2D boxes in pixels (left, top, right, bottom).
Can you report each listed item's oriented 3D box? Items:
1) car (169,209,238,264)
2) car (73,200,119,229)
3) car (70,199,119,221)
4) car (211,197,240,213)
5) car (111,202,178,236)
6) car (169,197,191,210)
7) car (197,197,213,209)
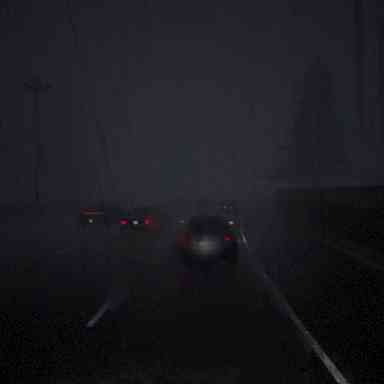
[{"bbox_3d":[0.534,1.517,11.702,1.994,1.385,4.181,0,0,4],"label":"car"},{"bbox_3d":[-5.448,1.425,21.363,2.128,1.511,4.902,0,0,8],"label":"car"},{"bbox_3d":[-7.998,1.393,27.739,1.882,1.535,5.008,0,0,10],"label":"car"},{"bbox_3d":[3.463,1.416,31.663,2.033,1.411,5.357,0,0,13],"label":"car"},{"bbox_3d":[-2.367,1.484,18.176,2.033,1.411,5.357,0,0,7],"label":"car"},{"bbox_3d":[-1.508,1.375,40.174,1.812,1.442,4.674,0,0,16],"label":"car"},{"bbox_3d":[2.040,1.319,39.856,1.882,1.535,5.008,0,1,16],"label":"car"}]
